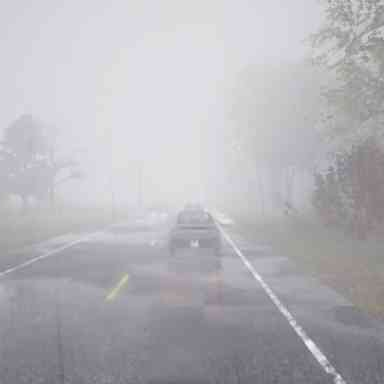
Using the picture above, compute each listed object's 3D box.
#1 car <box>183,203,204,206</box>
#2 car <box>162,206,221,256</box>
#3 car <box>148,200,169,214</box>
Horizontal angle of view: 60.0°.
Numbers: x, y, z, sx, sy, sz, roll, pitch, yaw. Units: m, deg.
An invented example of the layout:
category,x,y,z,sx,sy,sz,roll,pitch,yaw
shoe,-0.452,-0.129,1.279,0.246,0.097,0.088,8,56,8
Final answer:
category,x,y,z,sx,sy,sz,roll,pitch,yaw
car,0.105,1.608,29.194,1.994,1.385,4.181,0,0,0
car,0.097,1.517,13.244,2.128,1.511,4.902,0,0,0
car,-3.580,1.612,36.427,1.994,1.385,4.181,0,0,0
